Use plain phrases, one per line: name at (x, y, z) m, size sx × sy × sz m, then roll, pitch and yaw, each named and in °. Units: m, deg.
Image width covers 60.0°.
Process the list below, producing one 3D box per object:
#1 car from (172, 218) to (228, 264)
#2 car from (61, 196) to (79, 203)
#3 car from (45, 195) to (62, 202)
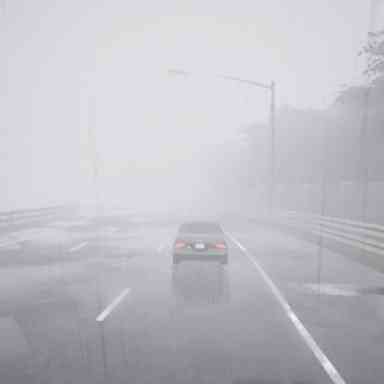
car at (0.277, 1.669, 12.304) m, size 2.033 × 1.411 × 5.357 m, roll 0°, pitch -1°, yaw 1°
car at (-31.369, 2.008, 86.628) m, size 1.882 × 1.535 × 5.008 m, roll 1°, pitch -1°, yaw -45°
car at (-34.901, 1.785, 85.278) m, size 2.150 × 2.045 × 5.566 m, roll 1°, pitch -1°, yaw -45°
